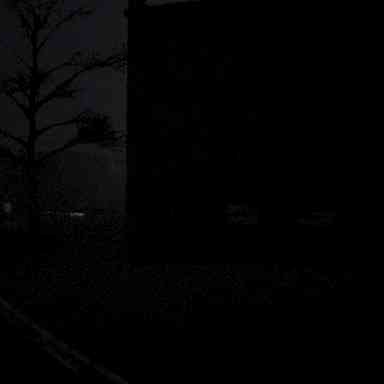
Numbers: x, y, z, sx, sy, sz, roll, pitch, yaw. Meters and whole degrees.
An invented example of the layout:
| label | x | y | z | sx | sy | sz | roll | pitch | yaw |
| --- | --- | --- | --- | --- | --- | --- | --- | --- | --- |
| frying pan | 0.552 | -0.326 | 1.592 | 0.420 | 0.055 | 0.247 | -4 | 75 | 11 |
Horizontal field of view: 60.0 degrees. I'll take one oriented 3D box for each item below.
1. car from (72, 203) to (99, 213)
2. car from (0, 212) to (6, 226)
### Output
| label | x | y | z | sx | sy | sz | roll | pitch | yaw |
| --- | --- | --- | --- | --- | --- | --- | --- | --- | --- |
| car | -16.136 | 2.424 | 50.644 | 1.812 | 1.442 | 4.674 | 1 | -1 | 23 |
| car | -15.549 | 1.895 | 24.795 | 1.882 | 1.535 | 5.008 | 0 | -1 | -12 |
